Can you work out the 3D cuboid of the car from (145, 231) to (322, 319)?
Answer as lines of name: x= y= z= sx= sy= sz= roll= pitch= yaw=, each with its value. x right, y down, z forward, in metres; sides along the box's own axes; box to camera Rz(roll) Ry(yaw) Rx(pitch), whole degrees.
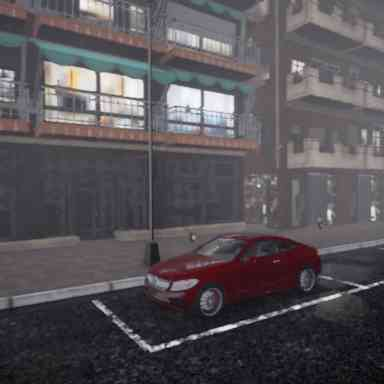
car: x=1.053 y=1.536 z=7.128 sx=4.206 sy=1.307 sz=1.802 roll=0 pitch=0 yaw=-33
